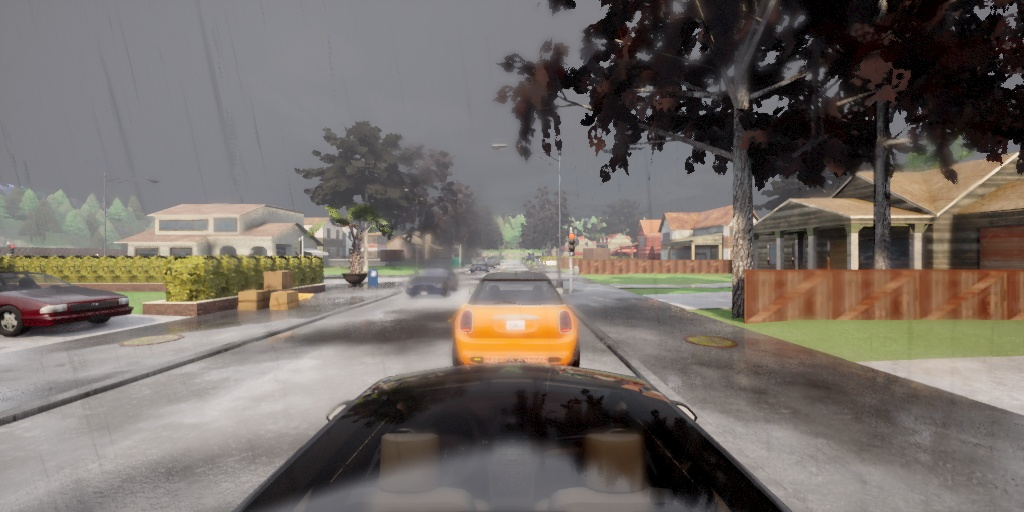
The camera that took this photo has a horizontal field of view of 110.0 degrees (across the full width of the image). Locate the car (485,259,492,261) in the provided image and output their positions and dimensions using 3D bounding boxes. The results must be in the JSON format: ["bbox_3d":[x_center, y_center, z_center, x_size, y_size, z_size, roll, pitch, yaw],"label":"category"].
[{"bbox_3d":[-3.773,1.314,42.201,1.994,1.385,4.181,0,0,1],"label":"car"}]

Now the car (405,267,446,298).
[{"bbox_3d":[-3.955,1.298,18.817,2.033,1.411,5.357,0,0,0],"label":"car"}]

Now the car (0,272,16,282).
[{"bbox_3d":[-44.126,1.102,30.816,4.553,1.767,2.097,0,0,1],"label":"car"}]

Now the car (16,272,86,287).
[{"bbox_3d":[-33.173,1.314,26.614,4.181,1.385,1.994,0,0,1],"label":"car"}]

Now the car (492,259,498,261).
[{"bbox_3d":[-3.620,1.250,56.744,1.837,1.490,4.892,0,1,1],"label":"car"}]

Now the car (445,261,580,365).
[{"bbox_3d":[0.097,1.102,7.738,2.097,1.767,4.553,0,0,1],"label":"car"}]
